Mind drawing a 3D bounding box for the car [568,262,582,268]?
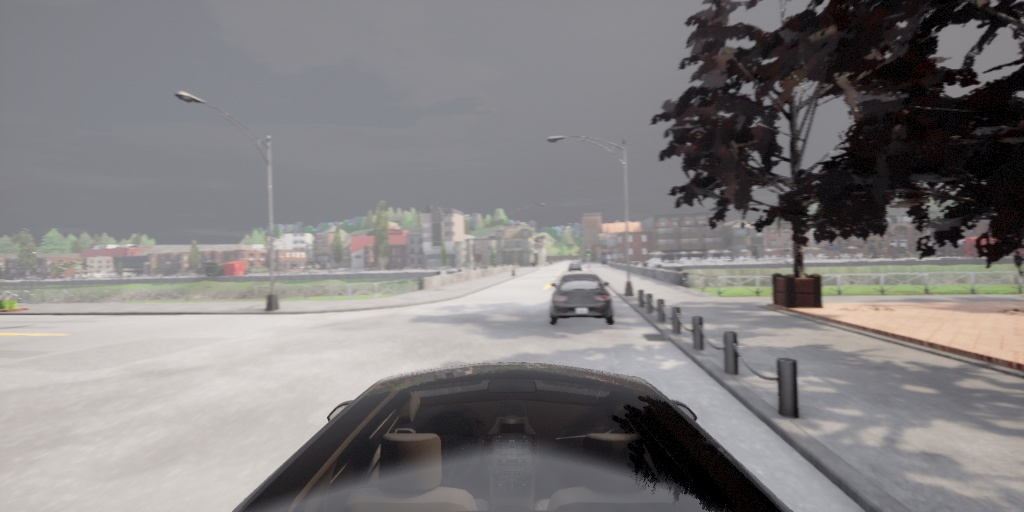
[{"bbox_3d":[8.847,1.487,50.370,1.994,1.385,4.181,-2,-1,10],"label":"car"}]

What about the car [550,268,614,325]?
[{"bbox_3d":[2.247,1.300,11.842,1.812,1.442,4.674,-2,-1,10],"label":"car"}]
